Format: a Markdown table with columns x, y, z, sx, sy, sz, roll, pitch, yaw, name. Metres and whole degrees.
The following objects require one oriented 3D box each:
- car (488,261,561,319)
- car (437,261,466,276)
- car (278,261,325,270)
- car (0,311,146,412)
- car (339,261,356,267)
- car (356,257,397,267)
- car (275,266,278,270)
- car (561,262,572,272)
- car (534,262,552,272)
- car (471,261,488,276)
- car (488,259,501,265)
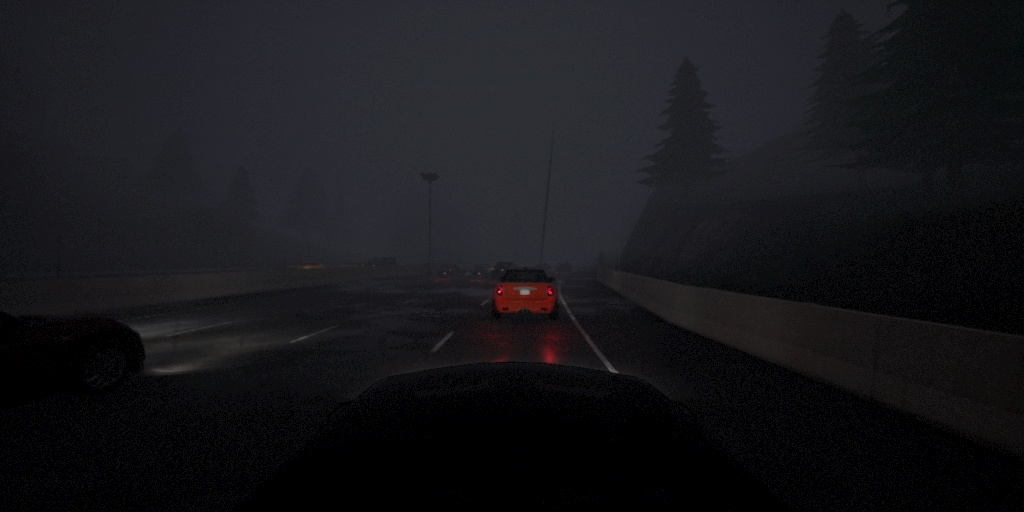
| x | y | z | sx | sy | sz | roll | pitch | yaw | name |
| --- | --- | --- | --- | --- | --- | --- | --- | --- | --- |
| 0.536 | 1.175 | 13.367 | 2.097 | 1.767 | 4.553 | 0 | 0 | 4 | car |
| -6.579 | 1.548 | 39.737 | 1.895 | 1.301 | 4.718 | 0 | 0 | 12 | car |
| -24.107 | 1.347 | 41.874 | 1.882 | 1.535 | 5.008 | 0 | 0 | 12 | car |
| -6.826 | 1.078 | 3.723 | 2.097 | 1.767 | 4.553 | 0 | 0 | 1 | car |
| -19.769 | 1.391 | 45.511 | 1.882 | 1.535 | 5.008 | 0 | -1 | 13 | car |
| -16.390 | 1.150 | 44.619 | 2.150 | 2.045 | 5.566 | 0 | -1 | 13 | car |
| -27.067 | 1.377 | 44.734 | 1.837 | 1.490 | 4.892 | 0 | -1 | 12 | car |
| 8.067 | 1.607 | 54.934 | 2.128 | 1.511 | 4.902 | 0 | 0 | 17 | car |
| 4.966 | 1.672 | 56.589 | 1.994 | 1.385 | 4.181 | 0 | 0 | 18 | car |
| -2.983 | 1.567 | 39.869 | 1.895 | 1.301 | 4.718 | 0 | 0 | 12 | car |
| -0.463 | 1.295 | 33.928 | 2.097 | 1.767 | 4.553 | 0 | 0 | 10 | car |
